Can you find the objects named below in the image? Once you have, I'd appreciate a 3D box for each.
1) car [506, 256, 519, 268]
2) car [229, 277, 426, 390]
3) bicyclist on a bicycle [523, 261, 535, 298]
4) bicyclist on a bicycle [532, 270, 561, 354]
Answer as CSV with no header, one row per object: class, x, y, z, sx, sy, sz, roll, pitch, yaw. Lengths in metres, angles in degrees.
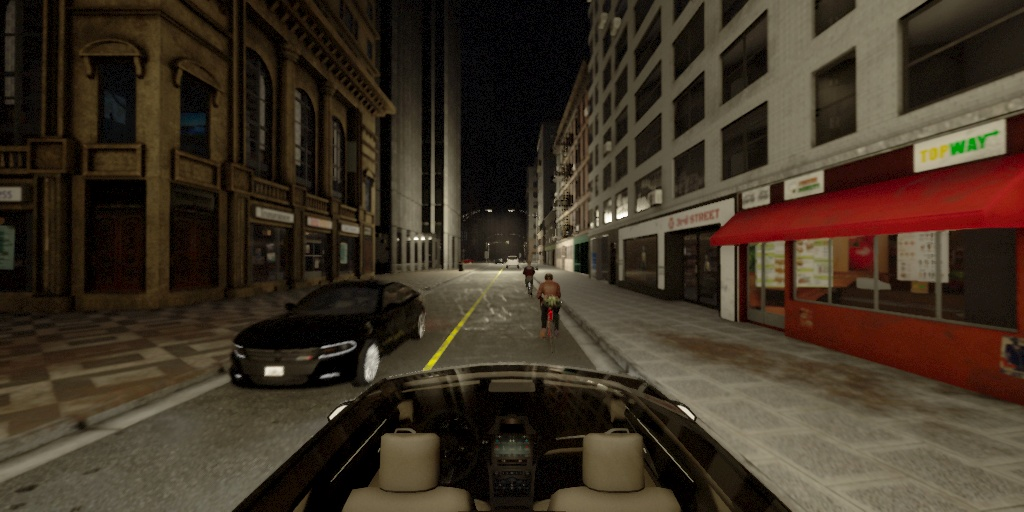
car,0.113,1.023,62.552,2.150,2.045,5.566,0,0,0
car,-3.100,1.229,7.174,1.882,1.535,5.008,0,0,0
bicyclist on a bicycle,0.827,1.125,17.466,0.659,1.776,1.843,0,0,0
bicyclist on a bicycle,0.826,1.204,7.871,0.582,1.620,1.656,0,0,0
